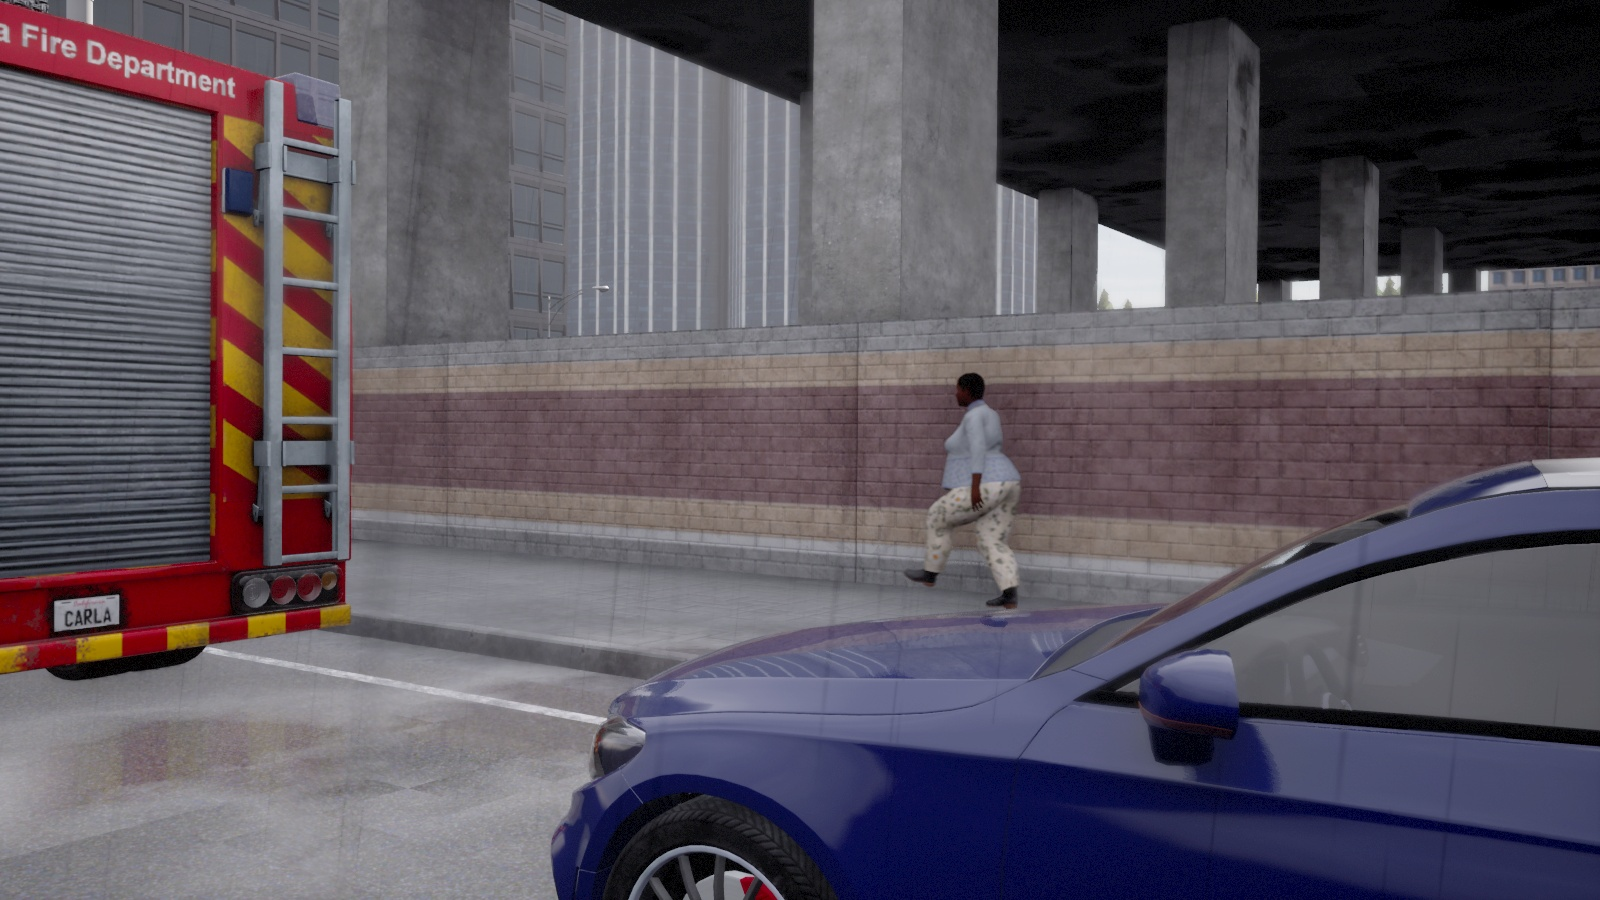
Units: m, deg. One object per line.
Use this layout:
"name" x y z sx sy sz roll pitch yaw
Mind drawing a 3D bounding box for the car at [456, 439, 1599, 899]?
"car" 1.618 0.708 2.546 4.674 1.442 1.812 0 1 33

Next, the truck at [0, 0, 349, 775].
"truck" -6.880 -0.483 8.172 8.468 3.827 2.891 0 1 34

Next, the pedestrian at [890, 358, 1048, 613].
"pedestrian" 1.315 0.251 9.725 0.900 1.855 0.874 0 1 34
